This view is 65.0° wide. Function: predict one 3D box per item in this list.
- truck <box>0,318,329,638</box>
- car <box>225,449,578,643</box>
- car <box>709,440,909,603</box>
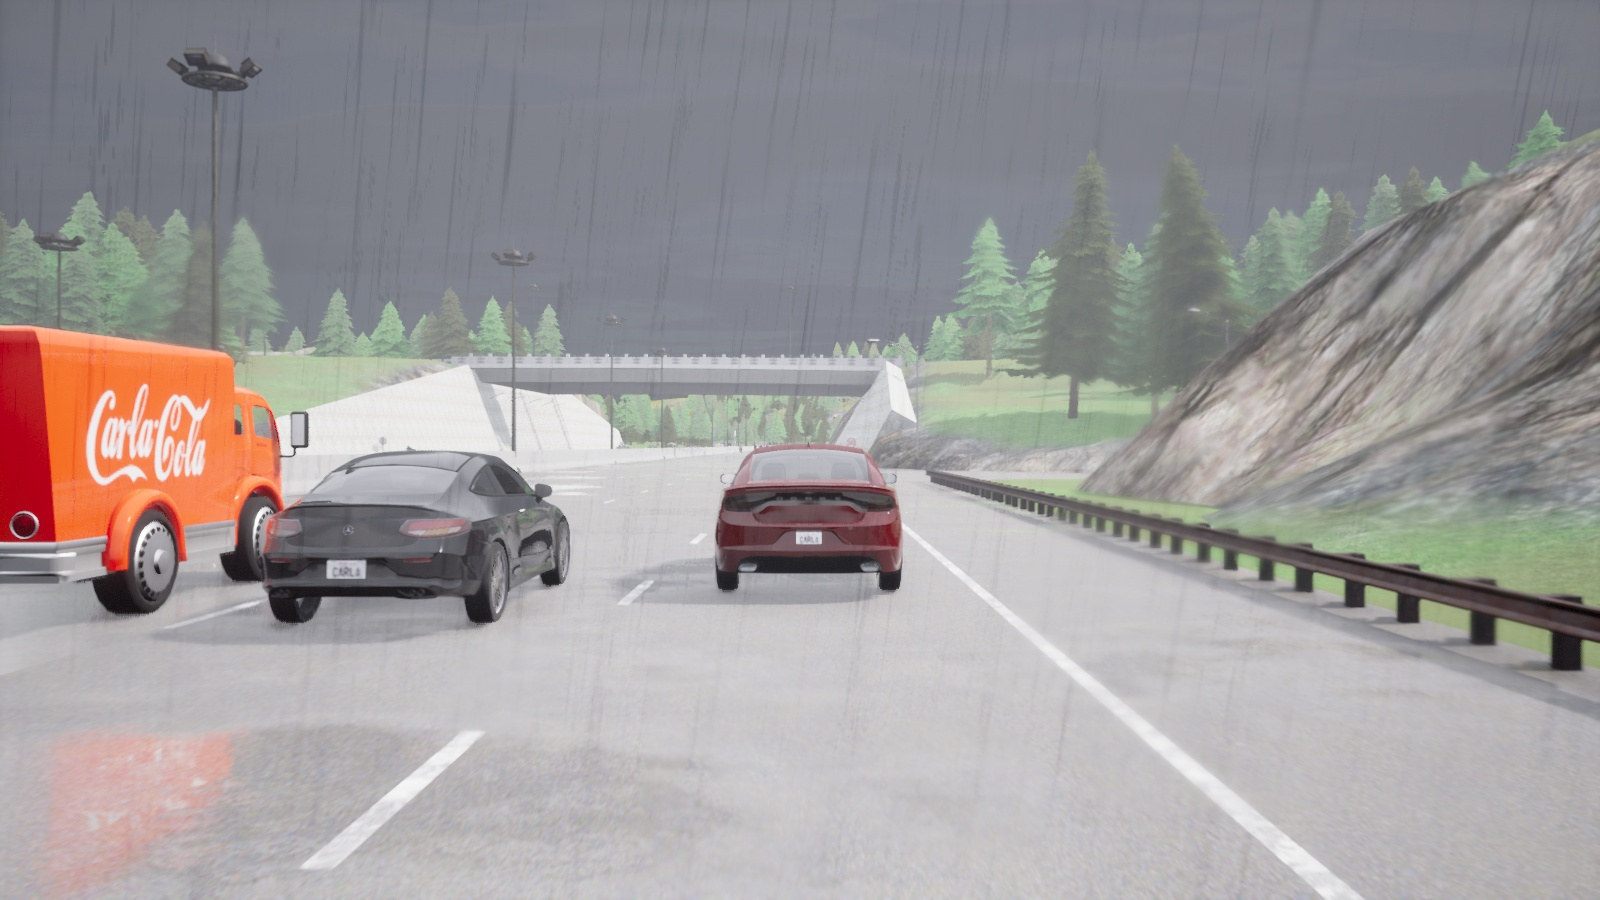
[{"bbox_3d":[-6.914,0.206,12.303,2.627,2.467,5.204,0,0,0],"label":"truck"},{"bbox_3d":[-3.417,0.724,11.806,1.812,1.442,4.674,0,0,0],"label":"car"},{"bbox_3d":[0.098,0.669,14.346,1.882,1.535,5.008,0,0,0],"label":"car"}]
